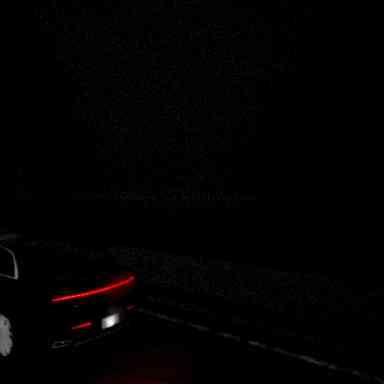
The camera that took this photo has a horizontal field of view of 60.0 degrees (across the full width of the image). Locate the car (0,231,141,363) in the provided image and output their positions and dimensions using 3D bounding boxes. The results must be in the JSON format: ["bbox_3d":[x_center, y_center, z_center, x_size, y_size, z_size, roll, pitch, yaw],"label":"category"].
[{"bbox_3d":[-3.061,1.464,5.868,4.892,1.490,1.837,0,0,35],"label":"car"}]
